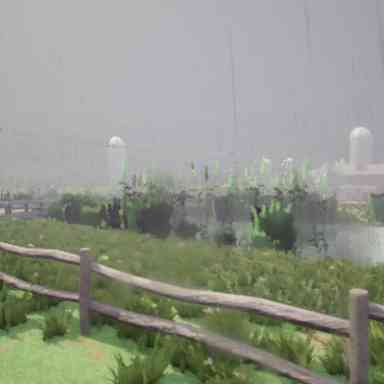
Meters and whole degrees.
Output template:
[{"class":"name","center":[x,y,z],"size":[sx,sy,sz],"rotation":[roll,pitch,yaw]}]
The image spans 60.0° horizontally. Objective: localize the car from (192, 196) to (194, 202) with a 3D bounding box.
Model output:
[{"class":"car","center":[-1.478,0.811,51.130],"size":[2.128,1.511,4.902],"rotation":[0,-2,38]}]
